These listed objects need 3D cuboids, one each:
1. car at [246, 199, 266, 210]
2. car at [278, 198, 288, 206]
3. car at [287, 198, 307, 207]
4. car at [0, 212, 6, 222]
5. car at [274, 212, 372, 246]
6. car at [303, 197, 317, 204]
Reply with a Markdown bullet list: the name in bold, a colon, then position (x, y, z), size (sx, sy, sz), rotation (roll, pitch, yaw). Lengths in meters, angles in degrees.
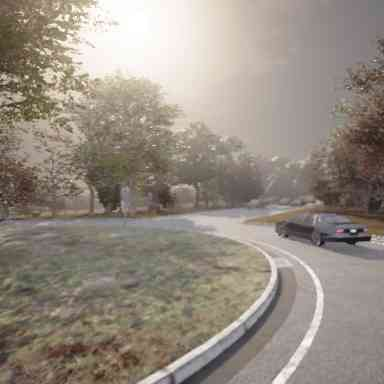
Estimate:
- **car**: position (9.673, 1.906, 50.006), size (1.837, 1.490, 4.892), rotation (-1, 0, 29)
- **car**: position (18.349, 2.004, 65.284), size (1.837, 1.490, 4.892), rotation (-1, 0, 29)
- **car**: position (19.167, 1.948, 59.509), size (2.033, 1.411, 5.357), rotation (-1, -1, 30)
- **car**: position (-17.708, 1.991, 26.096), size (5.357, 1.411, 2.033), rotation (0, -1, -27)
- **car**: position (5.919, 1.650, 15.842), size (2.033, 1.411, 5.357), rotation (0, -1, -13)
- **car**: position (24.755, 1.828, 69.543), size (1.994, 1.385, 4.181), rotation (-1, -1, 29)
